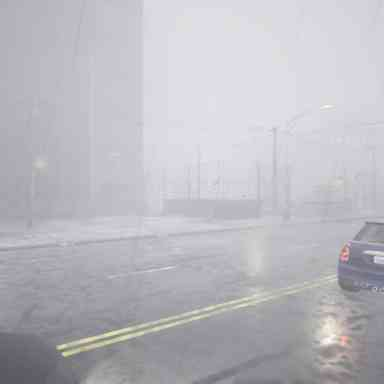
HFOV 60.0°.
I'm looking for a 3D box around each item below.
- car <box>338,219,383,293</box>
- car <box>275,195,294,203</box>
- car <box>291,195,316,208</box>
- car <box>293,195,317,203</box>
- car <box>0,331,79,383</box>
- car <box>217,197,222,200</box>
[{"bbox_3d":[5.425,1.352,7.678,4.553,1.767,2.097,0,0,-35],"label":"car"},{"bbox_3d":[19.301,1.452,69.281,3.806,1.475,1.970,0,0,-36],"label":"car"},{"bbox_3d":[15.334,1.254,46.213,4.553,1.767,2.185,0,0,-36],"label":"car"},{"bbox_3d":[22.214,1.420,65.285,4.674,1.452,2.002,0,0,-36],"label":"car"},{"bbox_3d":[-2.712,1.564,1.809,4.181,1.385,1.994,0,0,-36],"label":"car"},{"bbox_3d":[4.575,1.575,60.769,4.718,1.301,1.895,0,0,-36],"label":"car"}]
